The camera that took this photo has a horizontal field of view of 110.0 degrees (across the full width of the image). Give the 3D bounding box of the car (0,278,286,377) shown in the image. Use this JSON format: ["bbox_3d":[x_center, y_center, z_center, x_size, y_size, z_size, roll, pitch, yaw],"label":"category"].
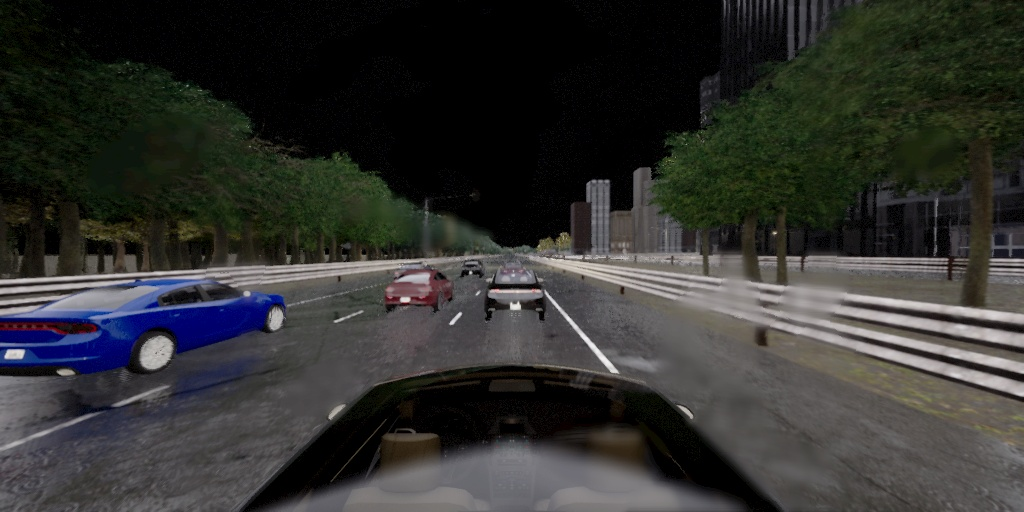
[{"bbox_3d":[-6.899,1.200,7.452,1.882,1.535,5.008,0,0,0],"label":"car"}]

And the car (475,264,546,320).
[{"bbox_3d":[0.100,1.190,12.368,2.128,1.511,4.902,0,0,0],"label":"car"}]

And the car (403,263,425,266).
[{"bbox_3d":[-6.897,1.182,25.723,2.033,1.411,5.357,0,0,0],"label":"car"}]

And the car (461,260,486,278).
[{"bbox_3d":[-3.398,1.109,31.919,1.837,1.490,4.892,0,0,0],"label":"car"}]

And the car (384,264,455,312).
[{"bbox_3d":[-3.400,1.218,13.746,1.812,1.442,4.674,0,0,0],"label":"car"}]
